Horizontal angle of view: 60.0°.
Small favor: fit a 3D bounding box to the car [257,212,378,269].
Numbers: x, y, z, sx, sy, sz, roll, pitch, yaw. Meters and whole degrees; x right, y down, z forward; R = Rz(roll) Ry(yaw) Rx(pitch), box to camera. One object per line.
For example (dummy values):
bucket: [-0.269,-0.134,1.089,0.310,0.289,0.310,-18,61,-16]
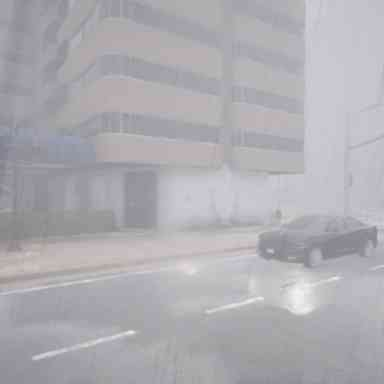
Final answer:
car: [4.388,1.496,11.396,5.008,1.535,1.882,0,0,-35]
